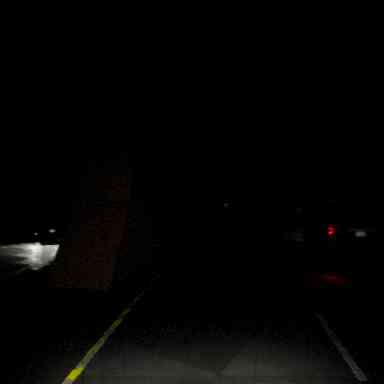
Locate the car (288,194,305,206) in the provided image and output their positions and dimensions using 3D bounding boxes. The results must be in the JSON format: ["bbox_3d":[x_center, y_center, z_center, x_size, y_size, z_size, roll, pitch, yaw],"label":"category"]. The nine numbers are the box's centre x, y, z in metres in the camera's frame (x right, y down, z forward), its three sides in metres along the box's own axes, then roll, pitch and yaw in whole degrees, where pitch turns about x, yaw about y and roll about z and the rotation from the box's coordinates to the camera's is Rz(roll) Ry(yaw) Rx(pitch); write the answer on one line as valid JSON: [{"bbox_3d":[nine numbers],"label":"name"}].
[{"bbox_3d":[12.864,0.971,39.930,1.812,1.442,4.674,1,1,31],"label":"car"}]

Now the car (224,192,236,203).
[{"bbox_3d":[4.855,0.757,47.436,1.882,1.535,5.008,1,1,32],"label":"car"}]

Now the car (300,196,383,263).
[{"bbox_3d":[5.250,1.198,11.603,2.097,1.767,4.553,1,1,11],"label":"car"}]

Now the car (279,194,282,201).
[{"bbox_3d":[12.957,0.833,53.517,1.895,1.301,4.718,1,1,34],"label":"car"}]

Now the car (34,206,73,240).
[{"bbox_3d":[-4.988,1.298,14.810,1.994,1.385,4.181,0,1,13],"label":"car"}]
